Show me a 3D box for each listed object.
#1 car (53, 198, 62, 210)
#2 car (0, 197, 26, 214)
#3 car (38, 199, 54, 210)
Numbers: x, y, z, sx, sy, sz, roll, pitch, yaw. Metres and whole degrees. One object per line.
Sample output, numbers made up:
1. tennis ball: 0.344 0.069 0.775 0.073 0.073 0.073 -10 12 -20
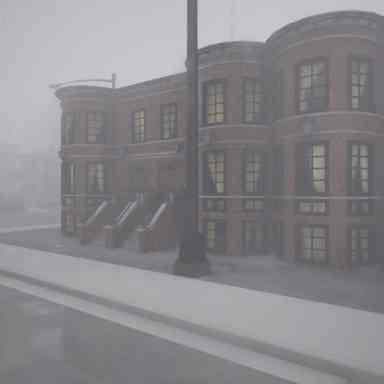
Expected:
1. car: -14.194 1.601 41.171 1.895 1.301 4.718 0 0 36
2. car: -19.473 1.352 33.762 2.097 1.767 4.553 0 0 35
3. car: -17.260 1.478 42.899 1.882 1.535 5.008 0 0 35
